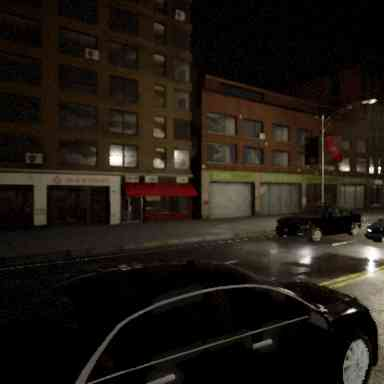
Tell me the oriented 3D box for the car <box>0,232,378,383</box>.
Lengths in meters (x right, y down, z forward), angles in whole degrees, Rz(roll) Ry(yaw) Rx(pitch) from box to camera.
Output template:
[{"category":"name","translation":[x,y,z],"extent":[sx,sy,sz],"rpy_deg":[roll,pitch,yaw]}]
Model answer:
[{"category":"car","translation":[0.051,1.493,3.475],"extent":[4.892,1.490,1.837],"rpy_deg":[-1,0,-35]}]

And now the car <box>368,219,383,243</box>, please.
[{"category":"car","translation":[9.699,1.446,14.466],"extent":[5.357,1.411,2.033],"rpy_deg":[0,0,-35]}]

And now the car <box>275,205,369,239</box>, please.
[{"category":"car","translation":[6.134,1.389,15.946],"extent":[5.008,1.535,1.882],"rpy_deg":[0,0,-35]}]
